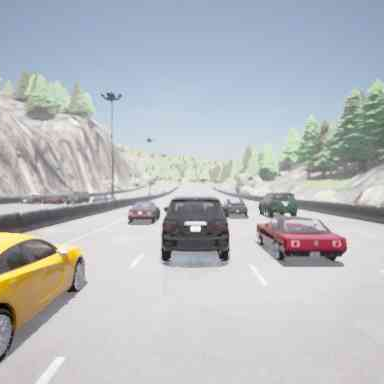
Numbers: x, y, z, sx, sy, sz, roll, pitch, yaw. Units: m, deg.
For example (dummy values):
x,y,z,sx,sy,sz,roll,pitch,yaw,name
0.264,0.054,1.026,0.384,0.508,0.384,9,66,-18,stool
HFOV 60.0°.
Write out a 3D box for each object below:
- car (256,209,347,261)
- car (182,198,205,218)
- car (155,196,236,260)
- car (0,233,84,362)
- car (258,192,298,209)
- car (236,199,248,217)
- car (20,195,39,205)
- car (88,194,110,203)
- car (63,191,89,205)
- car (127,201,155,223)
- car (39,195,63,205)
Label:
x,y,z,sx,sy,sz,roll,pitch,yaw,name
3.603,1.522,11.938,1.895,1.301,4.718,0,0,0,car
0.107,1.316,28.867,1.837,1.490,4.892,0,0,0,car
0.103,1.140,12.273,2.150,2.045,5.566,0,0,0,car
-3.402,1.439,5.706,1.882,1.535,5.008,0,0,0,car
7.107,1.039,27.913,2.150,2.045,5.566,0,0,0,car
3.607,1.304,28.742,2.128,1.511,4.902,0,0,0,car
-24.538,1.154,51.294,2.128,1.511,4.902,0,0,0,car
-14.046,1.228,51.319,1.994,1.385,4.181,0,0,0,car
-17.541,0.883,51.644,2.150,2.045,5.566,0,0,1,car
-3.394,1.389,24.189,2.033,1.411,5.357,0,0,0,car
-21.040,1.267,50.923,1.895,1.301,4.718,0,0,1,car
